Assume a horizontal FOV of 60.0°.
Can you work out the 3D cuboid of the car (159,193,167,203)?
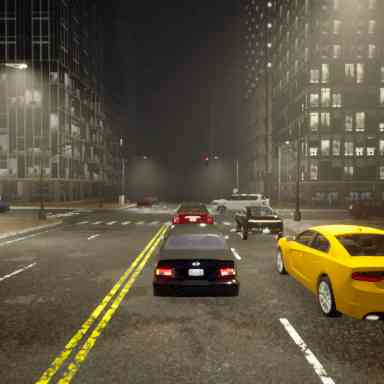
[{"bbox_3d":[-6.777,1.507,67.556,1.994,1.385,4.181,0,0,0],"label":"car"}]

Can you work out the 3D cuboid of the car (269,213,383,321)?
[{"bbox_3d":[3.323,1.474,7.447,1.882,1.535,5.008,0,0,0],"label":"car"}]

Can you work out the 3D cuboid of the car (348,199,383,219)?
[{"bbox_3d":[16.092,1.519,28.652,5.009,1.841,2.192,1,0,1],"label":"car"}]

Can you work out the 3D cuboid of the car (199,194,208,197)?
[{"bbox_3d":[2.945,1.272,79.743,2.097,1.767,4.553,0,0,0],"label":"car"}]

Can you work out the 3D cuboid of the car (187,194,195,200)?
[{"bbox_3d":[-0.344,1.294,89.797,1.994,1.385,4.181,0,0,0],"label":"car"}]

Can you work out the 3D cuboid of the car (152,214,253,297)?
[{"bbox_3d":[0.066,1.543,8.719,2.033,1.411,5.357,0,0,0],"label":"car"}]

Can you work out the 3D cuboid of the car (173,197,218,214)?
[{"bbox_3d":[0.033,1.342,18.034,2.097,1.767,4.553,0,0,0],"label":"car"}]

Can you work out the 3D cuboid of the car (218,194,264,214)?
[{"bbox_3d":[4.749,1.234,34.575,5.566,2.045,2.150,1,1,1],"label":"car"}]

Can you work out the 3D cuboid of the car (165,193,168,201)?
[{"bbox_3d":[-6.800,1.153,78.305,2.150,2.045,5.566,0,0,0],"label":"car"}]

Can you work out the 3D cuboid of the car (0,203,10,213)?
[{"bbox_3d":[-20.035,1.317,31.697,5.008,1.535,1.882,1,1,1],"label":"car"}]

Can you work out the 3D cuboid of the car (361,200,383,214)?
[{"bbox_3d":[21.669,1.643,36.960,4.829,1.417,1.752,1,0,1],"label":"car"}]

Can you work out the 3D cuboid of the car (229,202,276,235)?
[{"bbox_3d":[3.277,1.482,16.864,2.128,1.511,4.902,0,0,1],"label":"car"}]

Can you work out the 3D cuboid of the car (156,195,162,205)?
[{"bbox_3d":[-6.794,1.556,57.551,1.895,1.301,4.718,0,0,0],"label":"car"}]

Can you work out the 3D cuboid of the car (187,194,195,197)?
[{"bbox_3d":[-0.305,1.469,79.761,1.994,1.385,4.181,0,0,0],"label":"car"}]

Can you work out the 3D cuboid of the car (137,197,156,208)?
[{"bbox_3d":[-6.784,1.567,48.378,1.895,1.301,4.718,0,0,0],"label":"car"}]

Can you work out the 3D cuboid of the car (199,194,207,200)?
[{"bbox_3d":[2.906,1.295,89.808,1.994,1.385,4.181,0,0,0],"label":"car"}]
